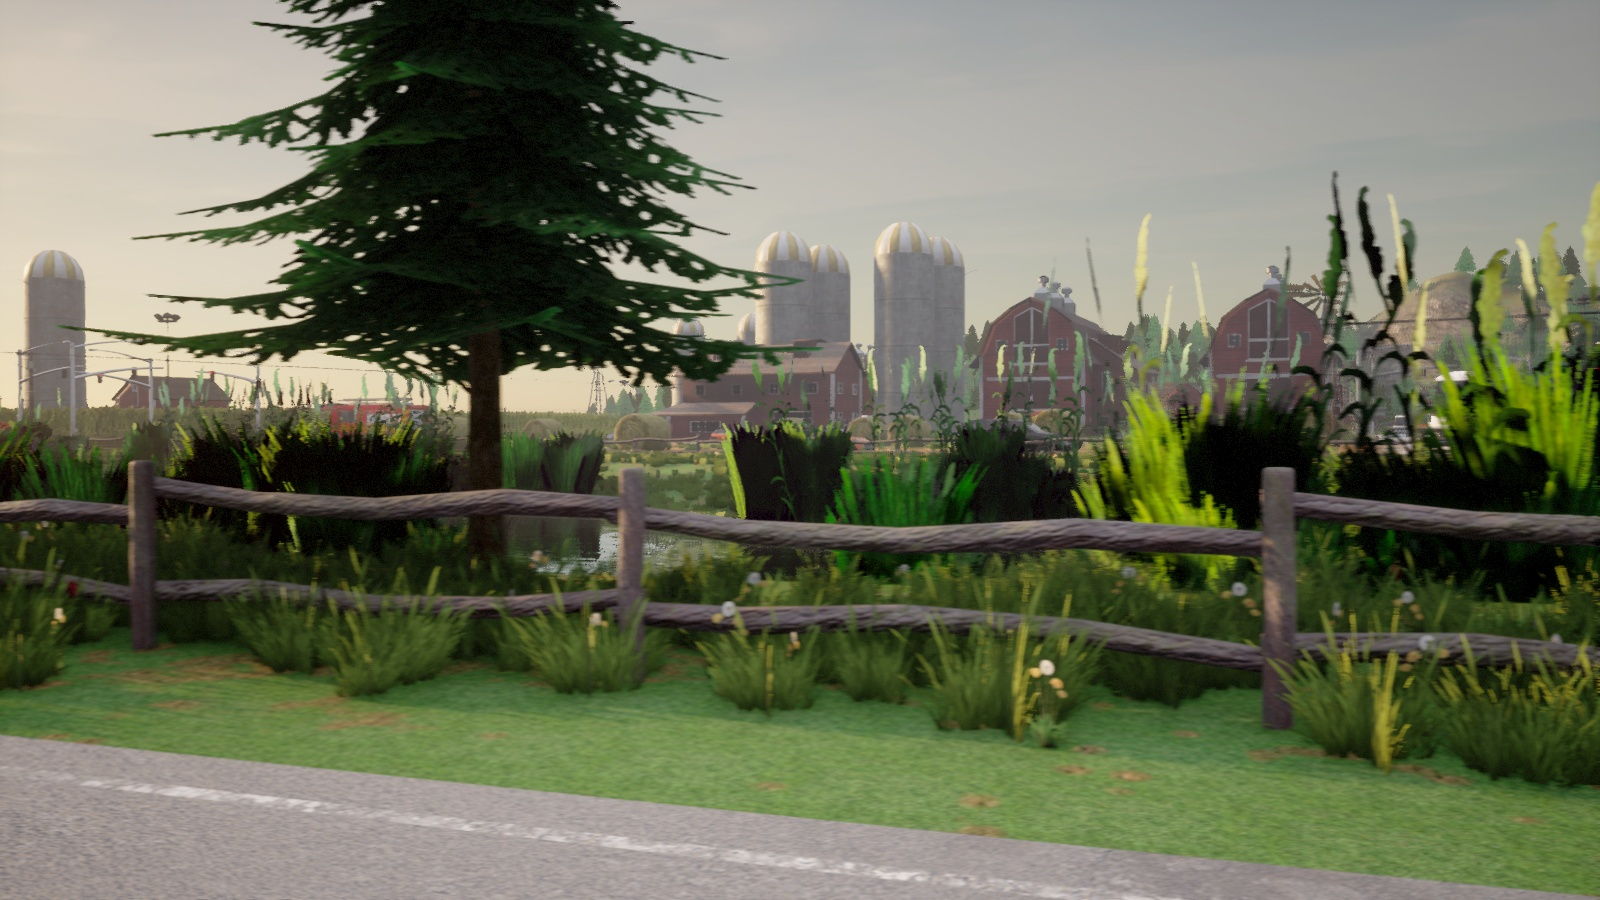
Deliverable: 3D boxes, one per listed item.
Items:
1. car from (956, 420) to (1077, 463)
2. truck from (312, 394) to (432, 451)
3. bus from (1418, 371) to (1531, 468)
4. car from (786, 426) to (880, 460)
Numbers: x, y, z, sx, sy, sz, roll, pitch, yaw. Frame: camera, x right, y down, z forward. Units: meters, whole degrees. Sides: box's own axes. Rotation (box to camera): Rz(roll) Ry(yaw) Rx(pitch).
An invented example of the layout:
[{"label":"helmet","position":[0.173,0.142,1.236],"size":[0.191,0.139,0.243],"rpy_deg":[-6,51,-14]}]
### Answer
[{"label":"car","position":[10.780,-0.449,62.576],"size":[5.566,2.045,2.150],"rpy_deg":[1,1,28]},{"label":"truck","position":[-29.892,-1.886,87.580],"size":[8.468,3.827,2.891],"rpy_deg":[1,1,27]},{"label":"bus","position":[32.842,-1.405,60.867],"size":[3.944,4.253,10.273],"rpy_deg":[1,1,33]},{"label":"car","position":[1.781,-0.418,67.239],"size":[4.553,1.767,2.097],"rpy_deg":[1,1,27]}]
